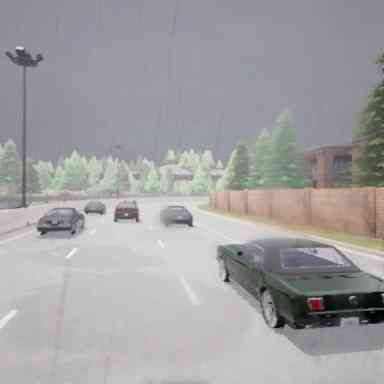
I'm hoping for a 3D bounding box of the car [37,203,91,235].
[{"bbox_3d":[-7.445,1.611,19.338,2.033,1.411,5.357,0,0,-10],"label":"car"}]

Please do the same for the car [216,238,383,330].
[{"bbox_3d":[1.929,1.641,7.081,1.895,1.301,4.718,0,0,-10],"label":"car"}]

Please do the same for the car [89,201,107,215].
[{"bbox_3d":[-10.470,1.695,36.228,1.994,1.385,4.181,0,0,-9],"label":"car"}]

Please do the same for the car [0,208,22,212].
[{"bbox_3d":[-16.843,1.576,30.953,2.128,1.511,4.902,0,0,-10],"label":"car"}]

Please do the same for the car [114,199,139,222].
[{"bbox_3d":[-5.386,1.587,27.489,1.882,1.535,5.008,0,-1,-11],"label":"car"}]

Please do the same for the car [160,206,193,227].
[{"bbox_3d":[-1.191,1.673,24.037,1.994,1.385,4.181,0,0,-10],"label":"car"}]

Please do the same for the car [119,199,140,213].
[{"bbox_3d":[-7.677,1.659,41.491,2.128,1.511,4.902,0,0,-6],"label":"car"}]
